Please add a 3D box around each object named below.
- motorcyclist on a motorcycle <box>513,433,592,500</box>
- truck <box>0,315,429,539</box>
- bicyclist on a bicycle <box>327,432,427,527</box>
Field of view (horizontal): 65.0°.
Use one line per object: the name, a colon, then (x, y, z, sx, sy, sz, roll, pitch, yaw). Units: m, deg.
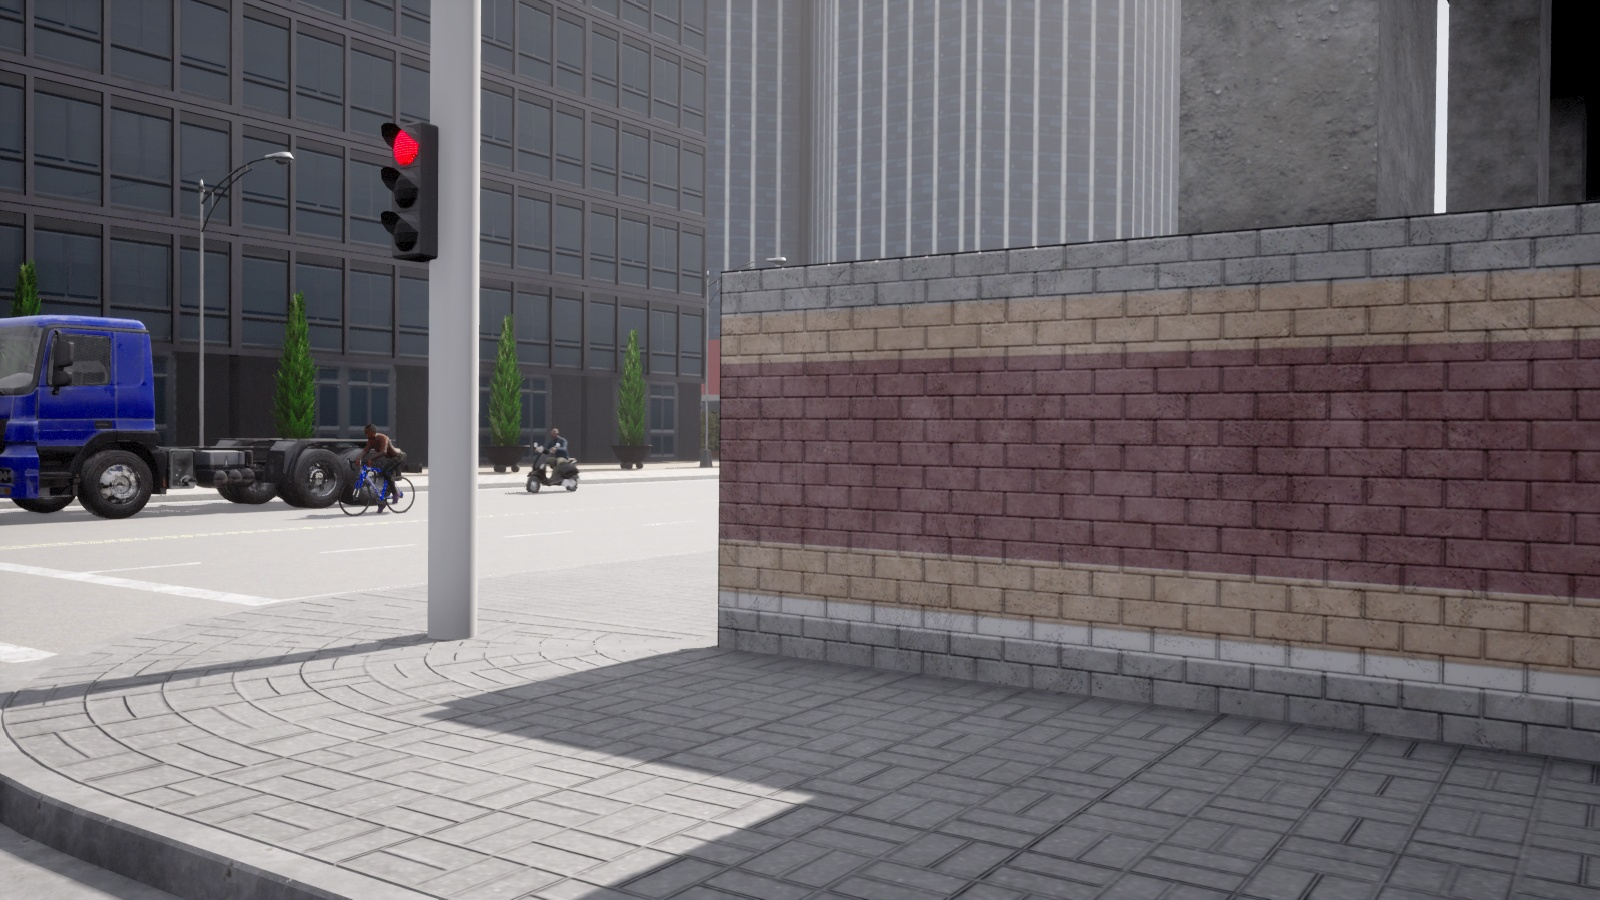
motorcyclist on a motorcycle: (-6.086, 0.373, 30.930, 0.866, 1.590, 1.817, 0, 1, 34)
truck: (-11.092, -0.415, 23.452, 2.891, 3.462, 7.936, 0, 1, 34)
bicyclist on a bicycle: (-7.542, 0.501, 22.464, 0.582, 1.620, 1.656, 0, 1, 34)
